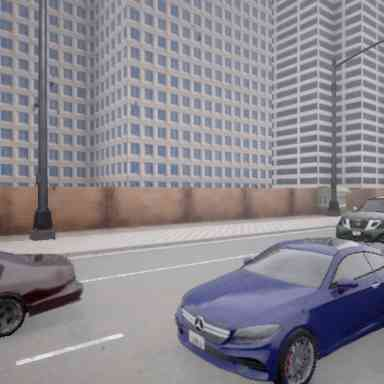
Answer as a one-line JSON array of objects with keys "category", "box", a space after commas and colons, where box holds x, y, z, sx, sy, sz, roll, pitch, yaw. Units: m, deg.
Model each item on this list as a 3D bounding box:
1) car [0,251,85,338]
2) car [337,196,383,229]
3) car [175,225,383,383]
[{"category": "car", "box": [-4.493, 1.547, 5.022, 5.357, 1.411, 2.033, 0, 0, -36]}, {"category": "car", "box": [8.619, 1.217, 14.509, 5.566, 2.045, 2.150, -1, 0, -36]}, {"category": "car", "box": [1.944, 1.526, 5.381, 4.674, 1.442, 1.812, 0, 0, -36]}]
